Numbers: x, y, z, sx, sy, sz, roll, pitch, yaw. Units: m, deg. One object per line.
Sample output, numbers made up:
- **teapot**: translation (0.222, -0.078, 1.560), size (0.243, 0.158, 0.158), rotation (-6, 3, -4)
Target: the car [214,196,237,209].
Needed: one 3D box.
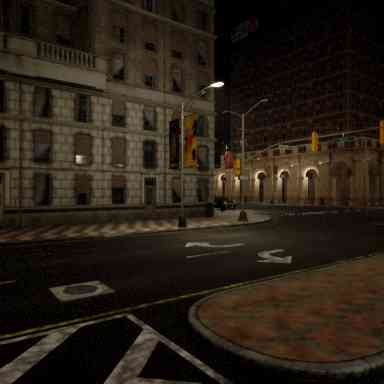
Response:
- **car**: translation (3.767, 1.352, 43.675), size (2.097, 1.767, 4.553), rotation (0, 0, -36)
